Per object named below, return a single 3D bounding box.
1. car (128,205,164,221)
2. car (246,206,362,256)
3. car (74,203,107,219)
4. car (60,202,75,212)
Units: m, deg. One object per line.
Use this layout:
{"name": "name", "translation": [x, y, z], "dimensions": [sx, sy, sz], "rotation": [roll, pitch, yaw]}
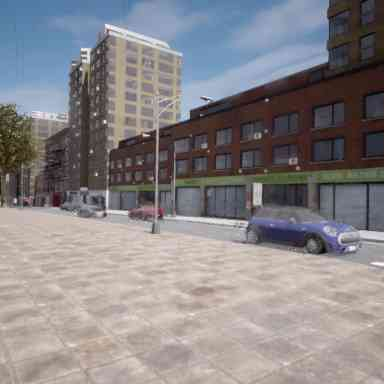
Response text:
{"name": "car", "translation": [-4.303, 1.899, 30.864], "dimensions": [1.812, 1.442, 4.674], "rotation": [1, -2, -35]}
{"name": "car", "translation": [4.356, 1.411, 13.539], "dimensions": [2.097, 1.767, 4.553], "rotation": [1, -1, -35]}
{"name": "car", "translation": [-10.306, 1.944, 34.261], "dimensions": [1.812, 1.442, 4.674], "rotation": [1, -2, -35]}
{"name": "car", "translation": [-19.129, 2.314, 51.799], "dimensions": [2.128, 1.511, 4.902], "rotation": [1, -2, -35]}
